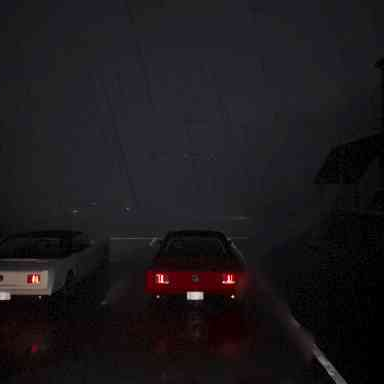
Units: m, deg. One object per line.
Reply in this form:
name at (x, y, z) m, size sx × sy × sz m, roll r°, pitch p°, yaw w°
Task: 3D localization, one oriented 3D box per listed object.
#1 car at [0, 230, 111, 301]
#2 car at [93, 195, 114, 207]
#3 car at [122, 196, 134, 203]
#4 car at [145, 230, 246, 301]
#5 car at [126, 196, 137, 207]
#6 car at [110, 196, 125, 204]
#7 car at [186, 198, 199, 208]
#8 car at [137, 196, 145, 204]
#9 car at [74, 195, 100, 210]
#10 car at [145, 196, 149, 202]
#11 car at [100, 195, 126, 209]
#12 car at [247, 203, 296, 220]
car at (-3.427, 1.601, 8.261) m, size 1.895 × 1.301 × 4.718 m, roll 0°, pitch 0°, yaw 0°
car at (-14.111, 1.352, 53.221) m, size 2.097 × 1.767 × 4.553 m, roll 0°, pitch 0°, yaw 1°
car at (-14.034, 1.519, 73.025) m, size 1.812 × 1.442 × 4.674 m, roll 0°, pitch 0°, yaw 0°
car at (0.074, 1.601, 8.280) m, size 1.895 × 1.301 × 4.718 m, roll 0°, pitch 0°, yaw 0°
car at (-10.615, 1.352, 52.671) m, size 2.097 × 1.767 × 4.553 m, roll 0°, pitch 0°, yaw 0°
car at (-14.080, 1.564, 63.103) m, size 1.994 × 1.385 × 4.181 m, roll 0°, pitch 0°, yaw 0°
car at (0.073, 1.564, 48.783) m, size 1.994 × 1.385 × 4.181 m, roll 0°, pitch 0°, yaw 0°
car at (-10.577, 1.564, 62.601) m, size 1.994 × 1.385 × 4.181 m, roll 0°, pitch 0°, yaw 1°
car at (-14.119, 1.492, 44.168) m, size 2.128 × 1.511 × 4.902 m, roll 0°, pitch 0°, yaw 0°
car at (-10.534, 1.536, 72.994) m, size 2.033 × 1.411 × 5.357 m, roll 0°, pitch 0°, yaw 0°
car at (-10.616, 1.526, 44.947) m, size 1.812 × 1.442 × 4.674 m, roll 0°, pitch 0°, yaw 0°
car at (6.867, 1.663, 28.903) m, size 4.181 × 1.385 × 1.994 m, roll 1°, pitch 0°, yaw 11°
